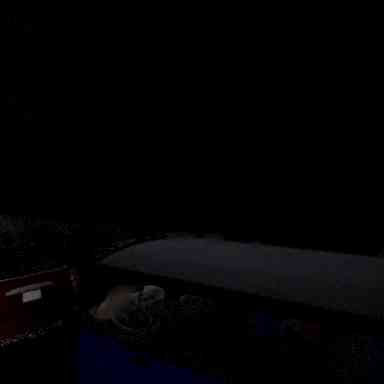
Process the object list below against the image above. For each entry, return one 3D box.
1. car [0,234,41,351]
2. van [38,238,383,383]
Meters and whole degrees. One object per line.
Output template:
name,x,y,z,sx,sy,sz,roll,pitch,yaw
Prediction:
car,-3.746,1.427,5.640,4.097,1.590,1.967,0,0,36
van,0.819,1.340,2.381,3.998,1.788,1.690,0,0,36
